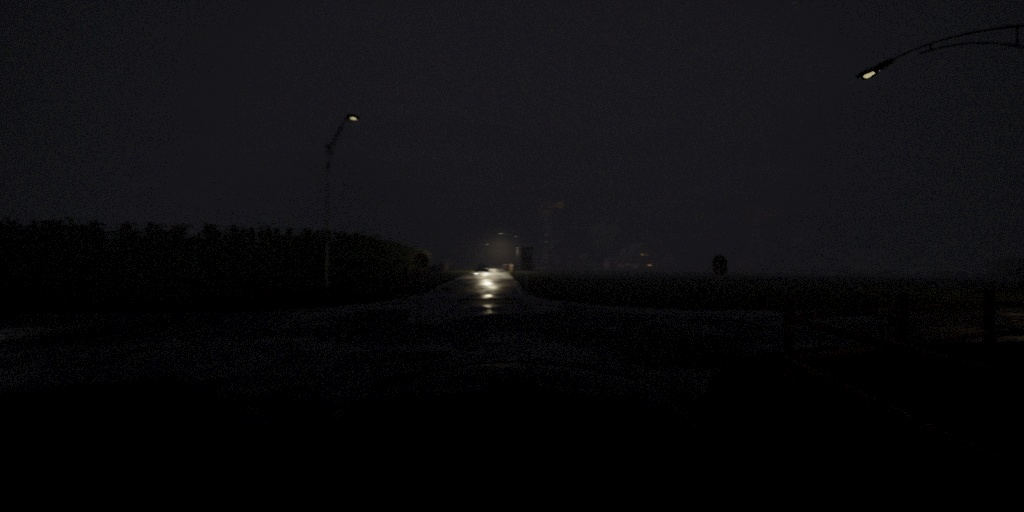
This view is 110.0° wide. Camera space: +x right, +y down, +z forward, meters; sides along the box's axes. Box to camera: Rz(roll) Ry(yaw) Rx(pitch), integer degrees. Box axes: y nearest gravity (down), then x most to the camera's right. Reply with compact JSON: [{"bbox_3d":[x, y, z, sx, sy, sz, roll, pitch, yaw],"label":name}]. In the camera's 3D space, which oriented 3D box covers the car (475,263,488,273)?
[{"bbox_3d":[-5.197,1.969,62.052,2.097,1.767,4.553,1,-1,-2],"label":"car"}]
